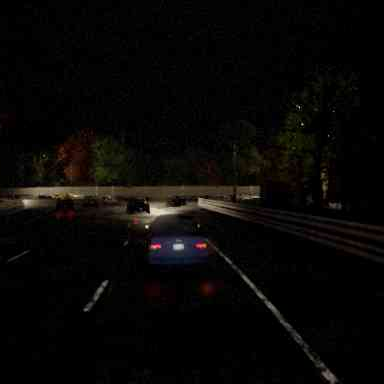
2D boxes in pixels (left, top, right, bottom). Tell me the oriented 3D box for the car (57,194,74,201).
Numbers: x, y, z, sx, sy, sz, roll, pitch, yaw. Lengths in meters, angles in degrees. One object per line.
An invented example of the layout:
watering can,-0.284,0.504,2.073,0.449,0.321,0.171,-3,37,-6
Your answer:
car,-28.121,1.190,73.685,1.882,1.535,5.008,0,0,-42

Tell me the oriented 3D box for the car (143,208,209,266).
car,-0.618,1.492,11.332,2.033,1.411,5.357,0,0,-6

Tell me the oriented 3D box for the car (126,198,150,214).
car,-5.375,1.342,32.823,2.128,1.511,4.902,0,0,-17

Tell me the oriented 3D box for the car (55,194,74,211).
car,-14.828,1.340,38.779,2.128,1.511,4.902,0,0,-22

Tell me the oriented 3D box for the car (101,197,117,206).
car,-13.125,1.382,51.422,1.895,1.301,4.718,0,0,-28

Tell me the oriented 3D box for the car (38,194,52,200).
car,-36.475,1.218,82.320,4.902,1.511,2.128,0,0,42

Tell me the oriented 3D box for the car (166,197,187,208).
car,-2.073,1.346,45.108,1.994,1.385,4.181,0,0,12

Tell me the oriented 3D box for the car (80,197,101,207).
car,-14.296,1.374,46.137,1.994,1.385,4.181,0,0,-25
